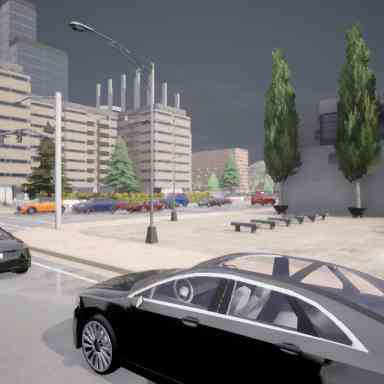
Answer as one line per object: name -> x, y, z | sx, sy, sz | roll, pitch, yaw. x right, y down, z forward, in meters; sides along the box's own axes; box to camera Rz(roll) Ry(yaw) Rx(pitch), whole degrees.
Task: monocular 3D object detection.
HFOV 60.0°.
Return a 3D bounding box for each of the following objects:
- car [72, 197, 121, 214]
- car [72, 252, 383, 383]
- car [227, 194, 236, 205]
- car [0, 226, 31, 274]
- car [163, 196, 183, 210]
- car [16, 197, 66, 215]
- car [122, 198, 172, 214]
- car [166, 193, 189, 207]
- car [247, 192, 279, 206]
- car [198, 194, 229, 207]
car -> -10.185, 1.352, 34.775 | 2.097, 1.767, 4.553 | 0, 0, 41
car -> 0.548, 1.492, 3.888 | 4.902, 1.511, 2.128 | 0, 0, 38
car -> 5.104, 1.526, 57.667 | 1.812, 1.442, 4.674 | 0, 0, 41
car -> -6.354, 1.564, 9.511 | 4.181, 1.385, 1.994 | 0, 0, 40
car -> -3.975, 1.547, 41.931 | 2.033, 1.411, 5.357 | 0, 0, 41
car -> -15.447, 1.352, 34.148 | 2.097, 1.767, 4.553 | 0, 0, 42
car -> -4.735, 1.601, 35.389 | 1.895, 1.301, 4.718 | 0, 0, 41
car -> -2.766, 1.221, 48.660 | 2.150, 2.045, 5.566 | 0, 0, 41
car -> 11.753, 1.221, 54.413 | 2.150, 2.045, 5.566 | 0, 0, 41
car -> 2.844, 1.492, 49.772 | 2.128, 1.511, 4.902 | 0, 0, 41
